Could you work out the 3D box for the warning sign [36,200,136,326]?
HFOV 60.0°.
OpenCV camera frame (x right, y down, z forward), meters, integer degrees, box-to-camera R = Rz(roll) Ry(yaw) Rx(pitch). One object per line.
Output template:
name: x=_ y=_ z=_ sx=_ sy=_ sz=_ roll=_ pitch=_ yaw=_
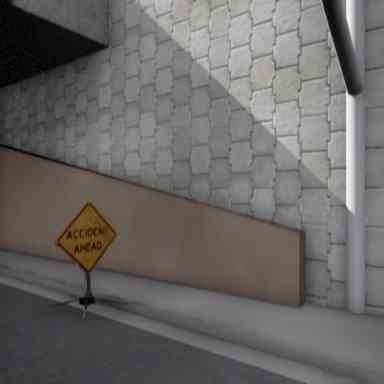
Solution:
warning sign: x=-1.841 y=1.088 z=5.858 sx=1.060 sy=1.860 sz=1.300 roll=0 pitch=0 yaw=35
